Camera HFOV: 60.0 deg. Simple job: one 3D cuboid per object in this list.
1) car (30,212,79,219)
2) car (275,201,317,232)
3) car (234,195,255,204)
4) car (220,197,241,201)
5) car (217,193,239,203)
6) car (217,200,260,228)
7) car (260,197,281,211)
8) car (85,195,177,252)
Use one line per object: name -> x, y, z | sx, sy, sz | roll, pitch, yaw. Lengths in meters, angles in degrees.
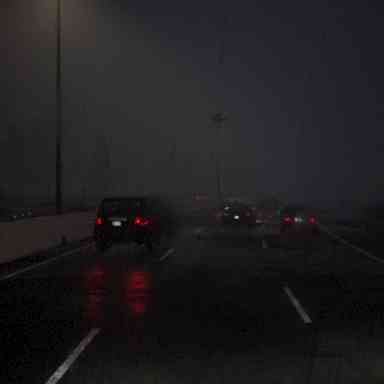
car -> -8.019, 1.355, 20.999 | 1.882, 1.535, 5.008 | 0, 0, 13
car -> 6.083, 1.466, 19.381 | 2.033, 1.411, 5.357 | 0, 0, 14
car -> 9.486, 1.256, 59.580 | 1.812, 1.442, 4.674 | 0, 0, 36
car -> 4.351, 1.433, 36.207 | 1.895, 1.301, 4.718 | 0, 0, 23
car -> 6.747, 1.065, 61.774 | 2.097, 1.767, 4.553 | 0, 0, 36
car -> 3.149, 1.465, 21.698 | 1.994, 1.385, 4.181 | 0, 0, 14
car -> 8.953, 1.327, 37.866 | 2.128, 1.511, 4.902 | 0, 0, 24
car -> -2.113, 1.148, 13.866 | 2.150, 2.045, 5.566 | 0, 0, 9
